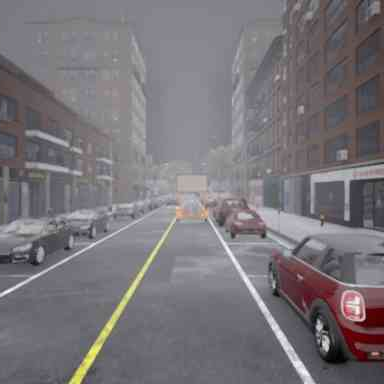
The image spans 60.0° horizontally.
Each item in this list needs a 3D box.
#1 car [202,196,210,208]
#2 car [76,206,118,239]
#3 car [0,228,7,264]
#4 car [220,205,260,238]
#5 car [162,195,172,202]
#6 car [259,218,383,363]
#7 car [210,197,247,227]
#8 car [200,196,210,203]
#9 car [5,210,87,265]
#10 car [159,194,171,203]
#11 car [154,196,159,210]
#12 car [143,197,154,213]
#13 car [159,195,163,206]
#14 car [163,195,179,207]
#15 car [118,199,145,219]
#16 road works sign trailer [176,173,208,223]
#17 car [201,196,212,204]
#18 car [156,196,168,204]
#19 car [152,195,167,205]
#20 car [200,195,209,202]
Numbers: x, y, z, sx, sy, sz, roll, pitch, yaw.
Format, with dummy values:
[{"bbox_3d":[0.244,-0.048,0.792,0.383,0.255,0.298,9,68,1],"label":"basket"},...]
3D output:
[{"bbox_3d":[2.647,1.481,44.502,1.802,1.307,4.206,0,0,0],"label":"car"},{"bbox_3d":[-5.384,1.512,16.905,2.008,1.369,4.403,0,0,0],"label":"car"},{"bbox_3d":[-5.386,1.568,5.867,1.802,1.307,4.206,0,0,0],"label":"car"},{"bbox_3d":[2.641,1.543,16.910,1.802,1.307,4.206,0,0,0],"label":"car"},{"bbox_3d":[-5.373,1.436,72.093,1.802,1.307,4.206,0,0,0],"label":"car"},{"bbox_3d":[2.639,1.427,5.873,1.967,1.590,4.097,0,0,0],"label":"car"},{"bbox_3d":[2.643,1.264,22.428,2.192,1.841,5.009,0,0,0],"label":"car"},{"bbox_3d":[2.651,1.444,66.574,1.802,1.307,4.206,0,0,0],"label":"car"},{"bbox_3d":[-5.385,1.525,11.386,2.008,1.369,4.403,0,0,0],"label":"car"},{"bbox_3d":[-5.374,1.302,66.574,1.967,1.590,4.097,0,0,0],"label":"car"},{"bbox_3d":[-5.379,1.456,38.981,1.887,1.381,4.507,0,0,0],"label":"car"},{"bbox_3d":[-5.380,1.475,33.462,2.008,1.369,4.403,0,0,0],"label":"car"},{"bbox_3d":[-5.378,1.465,44.499,1.947,1.339,4.313,0,0,0],"label":"car"},{"bbox_3d":[-2.823,1.435,50.180,2.033,1.411,5.357,0,0,0],"label":"car"},{"bbox_3d":[-5.382,1.518,27.943,1.802,1.307,4.206,0,0,0],"label":"car"},{"bbox_3d":[0.005,0.408,24.794,2.380,3.560,2.880,0,0,0],"label":"road works sign trailer"},{"bbox_3d":[2.650,1.415,61.056,1.887,1.381,4.507,0,0,0],"label":"car"},{"bbox_3d":[-5.375,1.396,60.885,1.752,1.417,4.829,0,0,0],"label":"car"},{"bbox_3d":[-5.376,1.319,55.536,1.967,1.590,4.097,0,0,0],"label":"car"},{"bbox_3d":[2.652,1.420,72.093,1.947,1.339,4.313,0,0,0],"label":"car"}]
